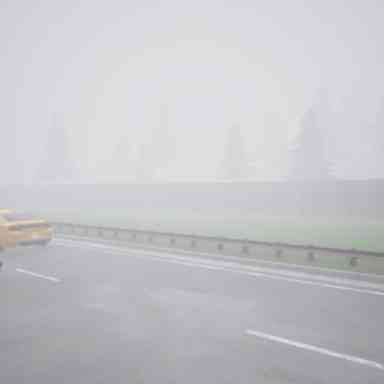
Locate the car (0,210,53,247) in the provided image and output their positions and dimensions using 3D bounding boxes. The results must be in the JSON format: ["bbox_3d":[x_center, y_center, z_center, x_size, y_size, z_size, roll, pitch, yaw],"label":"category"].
[{"bbox_3d":[-7.842,1.474,13.838,5.008,1.535,1.882,0,0,36],"label":"car"}]

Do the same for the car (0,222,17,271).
[{"bbox_3d":[-7.182,1.545,9.031,5.357,1.411,2.033,0,0,36],"label":"car"}]
